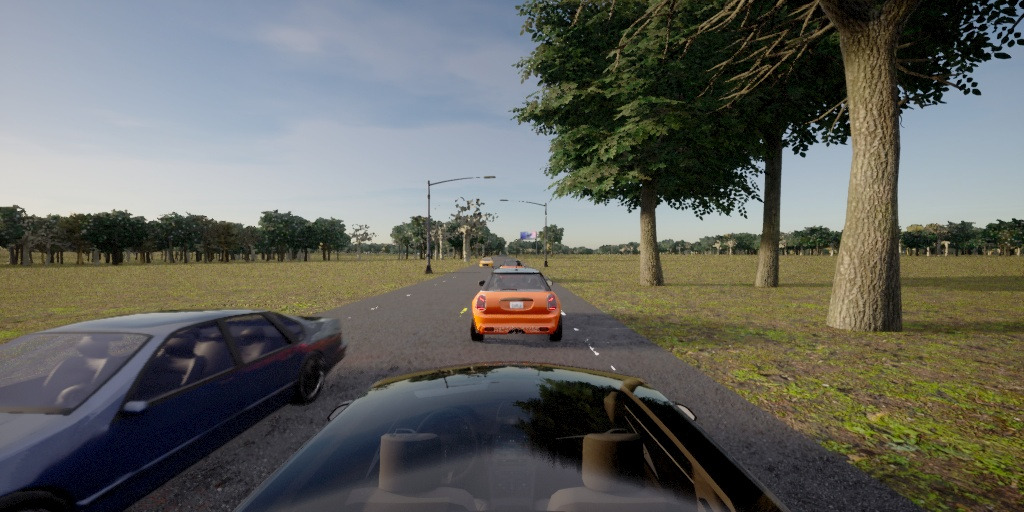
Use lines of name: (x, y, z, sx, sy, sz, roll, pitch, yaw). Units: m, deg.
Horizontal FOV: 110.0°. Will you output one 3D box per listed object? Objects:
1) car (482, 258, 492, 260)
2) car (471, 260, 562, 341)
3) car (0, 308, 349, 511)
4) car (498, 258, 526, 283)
car: (-3.803, 1.042, 53.932, 1.882, 1.535, 5.008, 0, 0, 0)
car: (0.105, 1.098, 10.016, 2.097, 1.767, 4.553, 0, 0, 0)
car: (-3.599, 1.297, 3.549, 2.033, 1.411, 5.357, 0, 0, 0)
car: (0.060, 1.078, 28.858, 2.097, 1.767, 4.553, 0, 0, 1)
